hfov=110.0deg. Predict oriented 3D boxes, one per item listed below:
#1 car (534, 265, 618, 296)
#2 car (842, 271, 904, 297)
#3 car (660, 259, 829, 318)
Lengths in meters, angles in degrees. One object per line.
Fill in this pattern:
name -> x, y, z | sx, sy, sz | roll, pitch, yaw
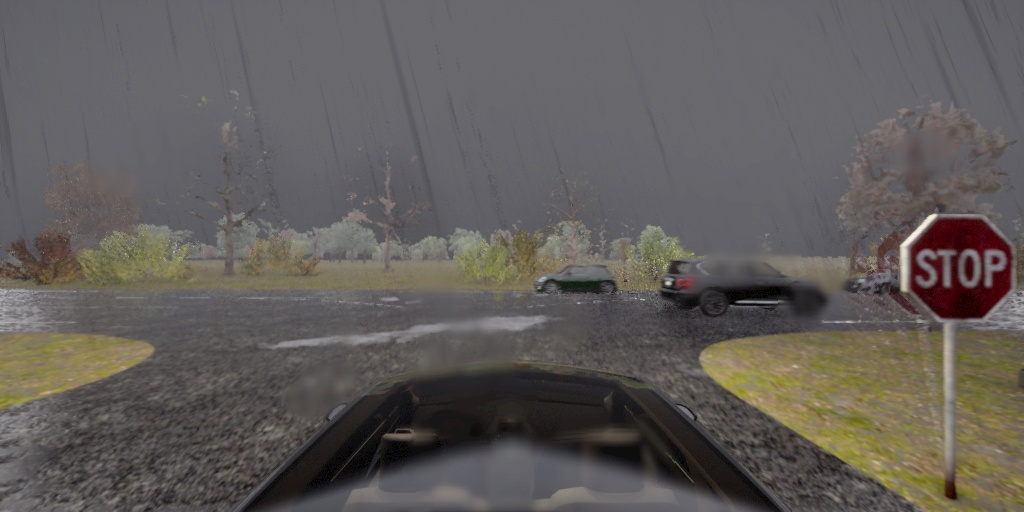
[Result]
car -> 3.524, 1.277, 20.275 | 4.553, 1.767, 2.097 | 0, -1, -1
car -> 21.794, 1.571, 20.763 | 4.181, 1.385, 1.994 | 0, 0, -2
car -> 8.468, 1.124, 13.383 | 5.566, 2.045, 2.150 | 0, 0, -2
